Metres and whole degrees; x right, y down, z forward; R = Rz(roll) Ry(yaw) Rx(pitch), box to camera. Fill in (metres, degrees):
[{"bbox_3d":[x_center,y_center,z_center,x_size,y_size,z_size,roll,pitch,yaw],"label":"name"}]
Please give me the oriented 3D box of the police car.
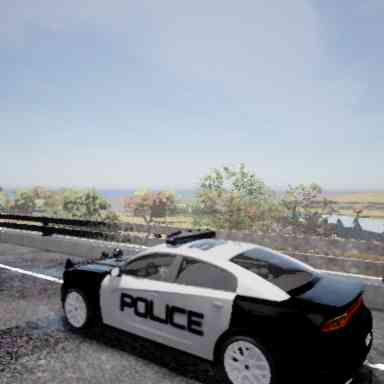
[{"bbox_3d":[-0.131,1.426,5.253,5.238,1.638,1.930,0,0,36],"label":"police car"}]
